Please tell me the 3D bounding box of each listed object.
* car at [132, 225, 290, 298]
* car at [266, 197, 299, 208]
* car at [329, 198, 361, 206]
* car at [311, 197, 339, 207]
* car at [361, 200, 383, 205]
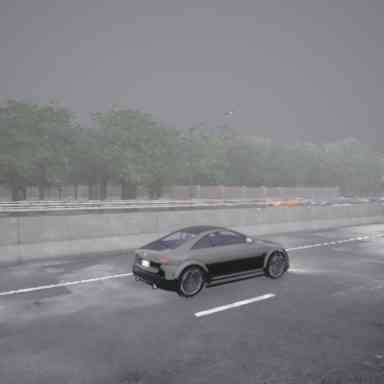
[{"bbox_3d":[0.595,1.566,8.592,4.181,1.385,1.994,0,0,-36],"label":"car"},{"bbox_3d":[11.515,1.394,42.277,4.553,1.767,2.097,0,0,-35],"label":"car"},{"bbox_3d":[18.359,1.644,38.556,4.718,1.301,1.895,0,0,-35],"label":"car"},{"bbox_3d":[17.034,1.395,41.904,4.553,1.767,2.097,0,0,-35],"label":"car"},{"bbox_3d":[21.018,1.591,36.152,5.357,1.411,2.033,0,0,-35],"label":"car"}]
